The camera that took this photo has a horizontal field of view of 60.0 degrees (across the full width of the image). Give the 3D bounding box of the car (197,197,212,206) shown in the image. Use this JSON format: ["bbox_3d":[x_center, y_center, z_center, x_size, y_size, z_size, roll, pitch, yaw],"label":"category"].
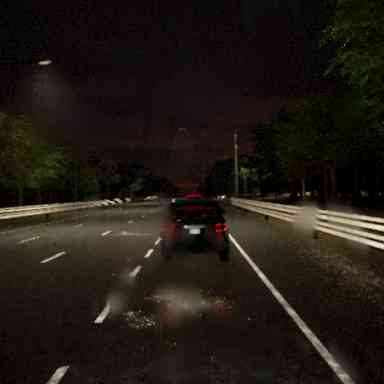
[{"bbox_3d":[2.270,1.640,58.505,1.837,1.490,4.892,-2,-1,12],"label":"car"}]

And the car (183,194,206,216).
[{"bbox_3d":[0.265,1.305,35.243,2.150,2.045,5.566,-2,0,0],"label":"car"}]

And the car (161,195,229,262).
[{"bbox_3d":[0.101,1.251,12.409,2.150,2.045,5.566,-2,0,0],"label":"car"}]
